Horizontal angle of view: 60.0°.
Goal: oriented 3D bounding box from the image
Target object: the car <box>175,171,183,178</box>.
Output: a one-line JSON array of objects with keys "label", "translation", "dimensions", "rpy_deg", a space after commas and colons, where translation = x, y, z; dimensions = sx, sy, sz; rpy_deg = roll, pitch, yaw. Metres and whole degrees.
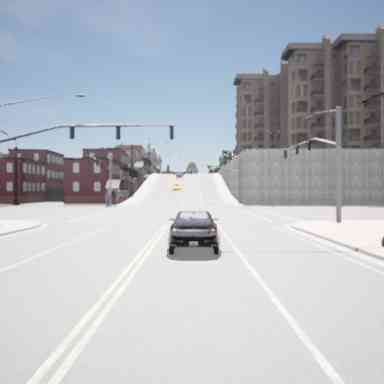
[{"label": "car", "translation": [-3.432, -4.788, 90.385], "dimensions": [1.812, 1.442, 4.674], "rpy_deg": [0, 12, 0]}]

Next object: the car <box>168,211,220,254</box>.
[{"label": "car", "translation": [0.075, 1.494, 13.448], "dimensions": [2.128, 1.511, 4.902], "rpy_deg": [0, 0, 0]}]

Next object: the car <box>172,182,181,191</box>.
[{"label": "car", "translation": [-3.444, -1.290, 74.142], "dimensions": [1.882, 1.535, 5.008], "rpy_deg": [0, 12, 0]}]
